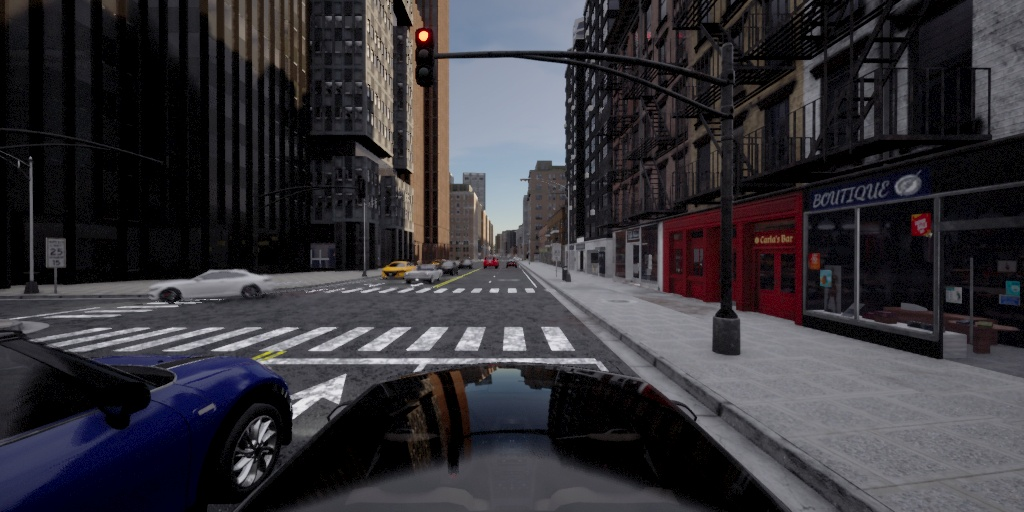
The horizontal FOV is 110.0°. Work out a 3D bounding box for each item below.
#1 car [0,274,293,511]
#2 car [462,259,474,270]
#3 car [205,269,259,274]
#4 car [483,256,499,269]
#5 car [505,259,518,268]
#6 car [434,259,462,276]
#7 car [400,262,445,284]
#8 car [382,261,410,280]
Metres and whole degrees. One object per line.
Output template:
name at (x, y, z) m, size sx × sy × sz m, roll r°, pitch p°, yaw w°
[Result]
car at (-3.146, 1.102, 1.578) m, size 2.097 × 1.767 × 4.553 m, roll 0°, pitch 0°, yaw 0°
car at (-6.730, 1.243, 52.419) m, size 1.882 × 1.535 × 5.008 m, roll 0°, pitch 0°, yaw 0°
car at (-14.031, 1.342, 17.115) m, size 4.674 × 1.442 × 1.812 m, roll -1°, pitch 2°, yaw -34°
car at (-3.418, 0.988, 58.038) m, size 2.150 × 2.045 × 5.566 m, roll 0°, pitch 0°, yaw 0°
car at (-0.080, 1.273, 61.821) m, size 1.837 × 1.490 × 4.892 m, roll 0°, pitch 0°, yaw 0°
car at (-6.703, 1.237, 36.965) m, size 1.882 × 1.535 × 5.008 m, roll 0°, pitch 0°, yaw 0°
car at (-6.674, 1.357, 27.392) m, size 1.895 × 1.301 × 4.718 m, roll 0°, pitch 0°, yaw 0°
car at (-9.936, 1.235, 31.790) m, size 1.882 × 1.535 × 5.008 m, roll 0°, pitch 0°, yaw 0°
